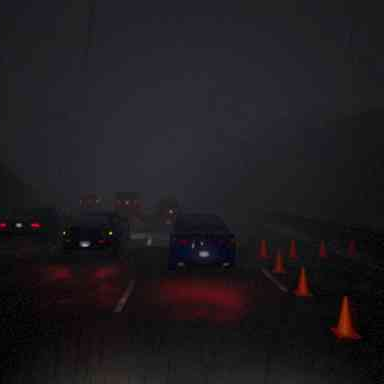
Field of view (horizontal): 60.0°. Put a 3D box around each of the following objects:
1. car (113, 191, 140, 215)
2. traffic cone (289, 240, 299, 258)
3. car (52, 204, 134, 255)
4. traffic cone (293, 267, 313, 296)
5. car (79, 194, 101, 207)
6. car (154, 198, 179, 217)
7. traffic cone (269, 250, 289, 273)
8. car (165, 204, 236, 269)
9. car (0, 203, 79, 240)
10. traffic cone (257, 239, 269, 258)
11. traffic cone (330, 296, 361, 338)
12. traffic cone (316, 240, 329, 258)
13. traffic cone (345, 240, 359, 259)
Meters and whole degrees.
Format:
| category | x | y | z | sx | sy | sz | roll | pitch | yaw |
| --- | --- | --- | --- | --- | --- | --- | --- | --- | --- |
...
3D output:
| category | x | y | z | sx | sy | sz | roll | pitch | yaw |
| --- | --- | --- | --- | --- | --- | --- | --- | --- | --- |
| car | -6.022 | 0.942 | 30.616 | 2.150 | 2.045 | 5.566 | 1 | 0 | -12 |
| traffic cone | 3.424 | 1.910 | 11.272 | 0.340 | 0.580 | 0.340 | 1 | 0 | 0 |
| car | -3.448 | 1.401 | 12.520 | 1.812 | 1.442 | 4.674 | 1 | 0 | -4 |
| traffic cone | 2.428 | 1.928 | 7.271 | 0.340 | 0.580 | 0.340 | 1 | 0 | 0 |
| car | -10.703 | 0.994 | 34.964 | 2.097 | 1.767 | 4.553 | 0 | 0 | -14 |
| car | -2.109 | 1.279 | 28.838 | 1.837 | 1.490 | 4.892 | 1 | 0 | -11 |
| traffic cone | 2.426 | 1.914 | 9.271 | 0.340 | 0.580 | 0.340 | 1 | 0 | 0 |
| car | 0.174 | 1.401 | 10.916 | 1.882 | 1.535 | 5.008 | 1 | 0 | -3 |
| car | -7.191 | 1.360 | 15.831 | 2.033 | 1.411 | 5.357 | 1 | 0 | -6 |
| traffic cone | 2.424 | 1.900 | 11.271 | 0.340 | 0.580 | 0.340 | 1 | 0 | 0 |
| traffic cone | 2.429 | 1.942 | 5.271 | 0.340 | 0.580 | 0.340 | 1 | 0 | 0 |
| traffic cone | 4.424 | 1.921 | 11.272 | 0.340 | 0.580 | 0.340 | 1 | 0 | 0 |
| traffic cone | 5.424 | 1.931 | 11.273 | 0.340 | 0.580 | 0.340 | 1 | 0 | 0 |
